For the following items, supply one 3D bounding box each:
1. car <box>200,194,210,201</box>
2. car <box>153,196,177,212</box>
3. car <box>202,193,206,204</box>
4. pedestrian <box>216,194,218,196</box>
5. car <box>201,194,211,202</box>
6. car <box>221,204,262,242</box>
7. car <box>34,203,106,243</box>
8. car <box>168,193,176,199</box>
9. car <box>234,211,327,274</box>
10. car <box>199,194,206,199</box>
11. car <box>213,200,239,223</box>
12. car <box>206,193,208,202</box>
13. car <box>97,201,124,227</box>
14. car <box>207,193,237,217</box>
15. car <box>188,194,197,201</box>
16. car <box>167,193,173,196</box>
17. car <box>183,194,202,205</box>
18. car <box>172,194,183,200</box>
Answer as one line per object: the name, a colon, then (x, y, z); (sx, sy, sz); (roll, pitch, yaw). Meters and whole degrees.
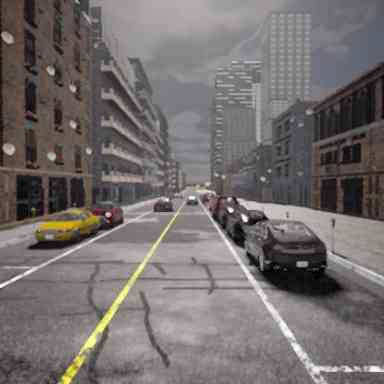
car: (2.769, 1.209, 71.663); (2.008, 1.369, 4.403); (-1, 0, 0)
car: (-3.050, 1.398, 36.256); (1.994, 1.385, 4.181); (0, 0, 0)
car: (2.707, 1.057, 54.923); (2.192, 1.841, 5.009); (-1, 0, 0)
pedestrian: (3.050, 1.105, 40.849); (0.375, 1.860, 0.375); (-1, 1, 0)
car: (2.748, 1.211, 66.254); (1.752, 1.417, 4.829); (-1, 0, 0)
car: (2.664, 1.494, 15.867); (1.947, 1.339, 4.313); (-1, 0, 0)
car: (-5.685, 1.455, 15.656); (1.752, 1.417, 4.829); (-1, 0, 0)
car: (-5.588, 1.084, 93.948); (1.887, 1.381, 4.507); (-1, 0, 0)
car: (2.690, 1.513, 10.295); (2.008, 1.369, 4.403); (-1, 0, 0)
car: (2.786, 1.151, 88.403); (1.802, 1.307, 4.206); (-1, 0, 0)
car: (2.670, 1.469, 21.446); (1.947, 1.339, 4.313); (-1, 0, 0)
car: (3.046, 1.176, 38.058); (2.097, 1.767, 4.553); (0, 0, 0)
car: (-5.678, 1.344, 21.406); (1.967, 1.590, 4.097); (-1, 0, 0)
car: (2.672, 1.192, 27.024); (2.192, 1.841, 5.009); (-1, 0, 0)
car: (0.087, 1.111, 70.647); (1.895, 1.301, 4.718); (0, 0, 0)
car: (-5.602, 1.182, 82.788); (1.802, 1.307, 4.206); (-1, 0, 0)
car: (0.064, 1.305, 51.876); (2.033, 1.411, 5.357); (0, 0, 0)
car: (-2.907, 1.174, 76.926); (1.895, 1.301, 4.718); (0, 0, 0)
